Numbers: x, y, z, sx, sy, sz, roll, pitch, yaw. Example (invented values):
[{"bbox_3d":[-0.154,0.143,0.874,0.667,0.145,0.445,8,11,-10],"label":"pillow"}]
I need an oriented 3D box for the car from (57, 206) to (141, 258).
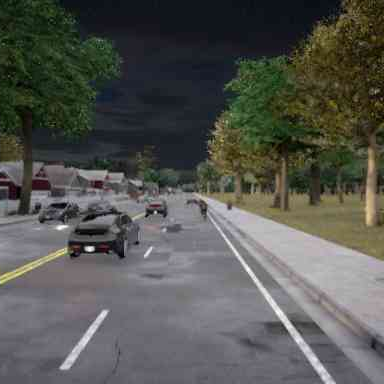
[{"bbox_3d":[-3.149,1.500,12.670,1.837,1.490,4.892,0,0,0],"label":"car"}]

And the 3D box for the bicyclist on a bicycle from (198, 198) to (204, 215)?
[{"bbox_3d":[0.898,1.441,33.073,0.582,1.620,1.656,0,0,0],"label":"bicyclist on a bicycle"}]

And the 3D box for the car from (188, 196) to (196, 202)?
[{"bbox_3d":[0.005,1.588,75.764,1.895,1.301,4.718,0,0,0],"label":"car"}]

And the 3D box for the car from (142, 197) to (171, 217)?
[{"bbox_3d":[-3.144,1.494,30.940,1.837,1.490,4.892,0,0,0],"label":"car"}]

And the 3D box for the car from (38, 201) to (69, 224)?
[{"bbox_3d":[-9.846,1.496,25.118,1.837,1.490,4.892,0,0,0],"label":"car"}]

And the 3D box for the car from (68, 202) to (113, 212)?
[{"bbox_3d":[-6.597,1.483,23.475,2.128,1.511,4.902,0,0,0],"label":"car"}]

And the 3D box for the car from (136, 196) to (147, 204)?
[{"bbox_3d":[-9.759,1.511,65.362,1.812,1.442,4.674,0,0,1],"label":"car"}]

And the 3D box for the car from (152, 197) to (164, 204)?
[{"bbox_3d":[-6.511,1.591,64.532,1.895,1.301,4.718,0,0,1],"label":"car"}]

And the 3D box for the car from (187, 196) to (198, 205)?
[{"bbox_3d":[0.046,1.516,59.683,1.812,1.442,4.674,0,0,1],"label":"car"}]

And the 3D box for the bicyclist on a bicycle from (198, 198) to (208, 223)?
[{"bbox_3d":[0.898,1.444,24.069,0.582,1.620,1.656,0,0,0],"label":"bicyclist on a bicycle"}]
